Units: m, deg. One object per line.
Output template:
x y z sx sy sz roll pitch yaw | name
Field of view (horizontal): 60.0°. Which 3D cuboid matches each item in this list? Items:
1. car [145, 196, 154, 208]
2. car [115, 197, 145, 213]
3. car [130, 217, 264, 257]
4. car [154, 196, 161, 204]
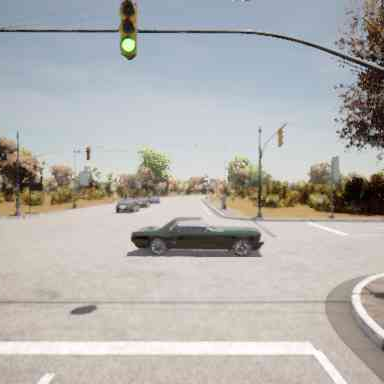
-7.080 1.444 47.398 2.128 1.511 4.902 0 0 0 | car
-7.038 1.454 36.714 2.128 1.511 4.902 0 0 3 | car
0.236 1.588 12.356 4.718 1.301 1.895 0 0 3 | car
-6.994 1.462 62.700 1.812 1.442 4.674 0 0 0 | car
